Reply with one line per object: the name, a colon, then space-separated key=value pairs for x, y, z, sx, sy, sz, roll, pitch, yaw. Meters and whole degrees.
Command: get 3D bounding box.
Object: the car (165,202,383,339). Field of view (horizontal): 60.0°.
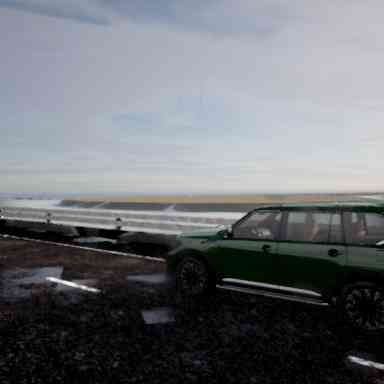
car: x=2.043 y=1.225 z=6.824 sx=5.566 sy=2.045 sz=2.150 roll=0 pitch=0 yaw=35
